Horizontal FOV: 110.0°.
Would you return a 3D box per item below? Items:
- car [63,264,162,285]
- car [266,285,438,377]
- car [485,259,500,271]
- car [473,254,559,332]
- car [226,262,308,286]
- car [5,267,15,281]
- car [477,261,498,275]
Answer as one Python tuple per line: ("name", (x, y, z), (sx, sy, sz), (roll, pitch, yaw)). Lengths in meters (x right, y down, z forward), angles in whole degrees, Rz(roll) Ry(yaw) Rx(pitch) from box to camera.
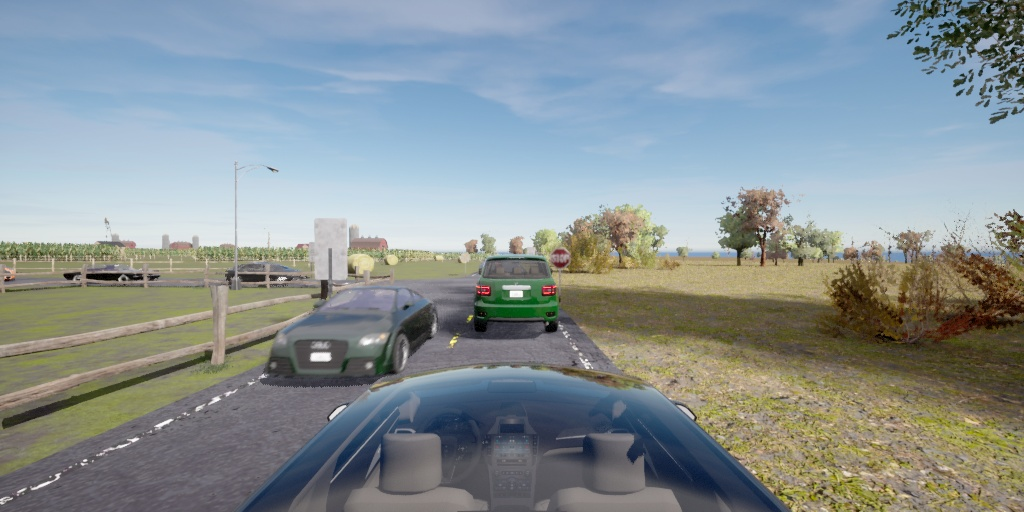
("car", (-26.687, 1.198, 24.074), (4.718, 1.301, 1.895), (0, 1, 0))
("car", (-2.840, 1.313, 7.318), (1.994, 1.385, 4.181), (0, 0, 0))
("car", (-2.742, 1.260, 51.650), (1.882, 1.535, 5.008), (0, 0, 0))
("car", (0.113, 0.972, 10.980), (2.150, 2.045, 5.566), (0, 0, 0))
("car", (-16.406, 1.174, 24.158), (4.892, 1.490, 1.837), (0, 1, -1))
("car", (-36.637, 0.880, 24.001), (4.553, 1.767, 2.097), (0, 1, 0))
("car", (-2.770, 1.318, 41.537), (2.033, 1.411, 5.357), (0, 0, 0))
